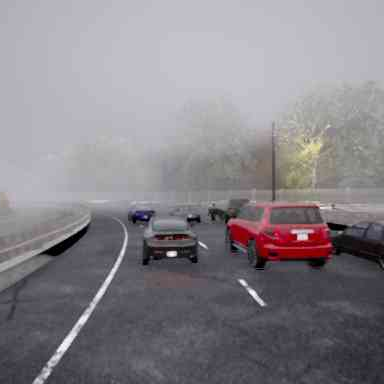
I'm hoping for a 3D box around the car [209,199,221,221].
[{"bbox_3d":[3.138,1.522,27.943,2.150,2.045,5.566,0,0,-15],"label":"car"}]

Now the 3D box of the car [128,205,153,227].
[{"bbox_3d":[-4.375,1.816,28.635,1.882,1.535,5.008,0,0,-17],"label":"car"}]

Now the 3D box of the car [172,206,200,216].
[{"bbox_3d":[-0.699,1.887,28.555,1.994,1.385,4.181,0,-1,-16],"label":"car"}]

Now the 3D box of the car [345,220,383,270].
[{"bbox_3d":[6.330,1.644,10.974,2.033,1.411,5.357,0,-1,-6],"label":"car"}]

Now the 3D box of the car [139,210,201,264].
[{"bbox_3d":[-0.924,1.651,12.532,1.837,1.490,4.892,0,0,-8],"label":"car"}]

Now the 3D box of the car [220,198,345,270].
[{"bbox_3d":[2.720,1.344,11.733,2.150,2.045,5.566,0,0,-6],"label":"car"}]
